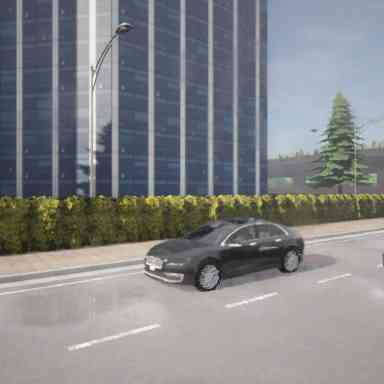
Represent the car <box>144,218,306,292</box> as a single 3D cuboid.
[{"bbox_3d":[1.067,1.506,9.051,4.892,1.490,1.837,0,0,-36],"label":"car"}]
